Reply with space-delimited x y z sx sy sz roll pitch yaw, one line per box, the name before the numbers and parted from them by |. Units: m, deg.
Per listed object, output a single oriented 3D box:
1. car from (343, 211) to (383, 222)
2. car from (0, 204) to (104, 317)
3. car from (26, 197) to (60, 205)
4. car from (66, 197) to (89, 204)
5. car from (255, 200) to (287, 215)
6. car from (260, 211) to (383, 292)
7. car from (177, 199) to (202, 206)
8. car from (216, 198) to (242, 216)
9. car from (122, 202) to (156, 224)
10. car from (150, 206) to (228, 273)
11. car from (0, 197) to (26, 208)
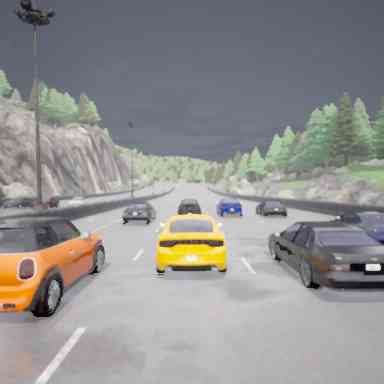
car | 6.951 1.457 13.510 1.994 1.385 4.181 0 0 0
car | -3.508 1.326 7.541 2.097 1.767 4.553 0 0 0
car | -18.030 1.327 41.126 1.882 1.535 5.008 0 0 0
car | -14.543 1.350 42.619 1.812 1.442 4.674 0 0 0
car | 6.783 1.370 28.781 1.994 1.385 4.181 0 0 0
car | 3.486 1.482 8.927 2.033 1.411 5.357 0 0 0
car | -0.214 1.346 28.364 1.837 1.490 4.892 0 0 0
car | 3.274 1.294 29.801 1.882 1.535 5.008 0 0 -1
car | -3.680 1.430 23.861 2.033 1.411 5.357 0 0 0
car | -0.024 1.420 10.472 1.882 1.535 5.008 0 0 0
car | -21.530 1.370 41.465 1.837 1.490 4.892 0 0 0
